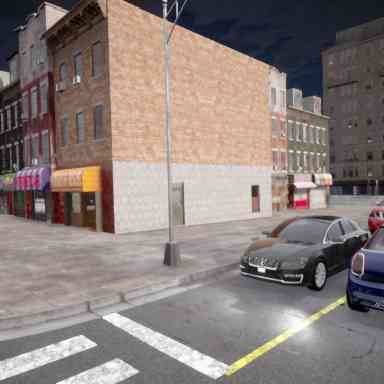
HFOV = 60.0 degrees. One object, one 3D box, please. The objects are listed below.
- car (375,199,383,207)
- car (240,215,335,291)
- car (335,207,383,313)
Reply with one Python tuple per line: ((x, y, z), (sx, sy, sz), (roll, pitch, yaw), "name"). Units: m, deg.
((10.553, 1.015, 16.313), (5.566, 2.045, 2.150), (-1, 1, -45), "car")
((3.238, 1.430, 9.015), (1.837, 1.490, 4.892), (0, 1, 45), "car")
((4.867, 1.278, 6.616), (4.553, 1.767, 2.097), (-1, 1, -45), "car")
